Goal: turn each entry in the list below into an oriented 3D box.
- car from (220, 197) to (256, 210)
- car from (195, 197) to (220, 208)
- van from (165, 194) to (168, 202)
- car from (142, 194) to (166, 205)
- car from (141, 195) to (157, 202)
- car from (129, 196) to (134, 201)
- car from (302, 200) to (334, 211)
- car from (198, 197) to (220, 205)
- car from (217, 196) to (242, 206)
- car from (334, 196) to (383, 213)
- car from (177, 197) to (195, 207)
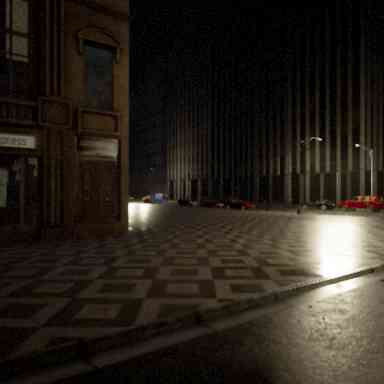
[{"bbox_3d":[6.164,1.612,42.643,1.887,1.381,4.507,0,0,-36],"label":"car"},{"bbox_3d":[2.828,1.646,47.190,1.802,1.307,4.206,0,0,-36],"label":"car"},{"bbox_3d":[-6.965,1.392,74.950,1.690,1.788,3.998,0,0,-36],"label":"van"},{"bbox_3d":[-7.180,1.602,60.830,2.008,1.369,4.403,0,0,-36],"label":"car"},{"bbox_3d":[-10.403,1.563,79.636,1.752,1.417,4.829,0,0,-36],"label":"car"},{"bbox_3d":[-17.091,1.533,88.761,1.752,1.417,4.829,1,0,-35],"label":"car"},{"bbox_3d":[16.390,1.652,43.120,1.947,1.339,4.313,0,0,-36],"label":"car"},{"bbox_3d":[3.043,1.654,61.308,1.802,1.307,4.206,0,0,-36],"label":"car"},{"bbox_3d":[6.381,1.516,56.760,1.967,1.590,4.097,0,0,-36],"label":"car"},{"bbox_3d":[19.727,1.405,38.572,2.192,1.841,5.009,0,0,-36],"label":"car"},{"bbox_3d":[-0.508,1.500,51.737,1.967,1.590,4.097,0,0,-36],"label":"car"}]
